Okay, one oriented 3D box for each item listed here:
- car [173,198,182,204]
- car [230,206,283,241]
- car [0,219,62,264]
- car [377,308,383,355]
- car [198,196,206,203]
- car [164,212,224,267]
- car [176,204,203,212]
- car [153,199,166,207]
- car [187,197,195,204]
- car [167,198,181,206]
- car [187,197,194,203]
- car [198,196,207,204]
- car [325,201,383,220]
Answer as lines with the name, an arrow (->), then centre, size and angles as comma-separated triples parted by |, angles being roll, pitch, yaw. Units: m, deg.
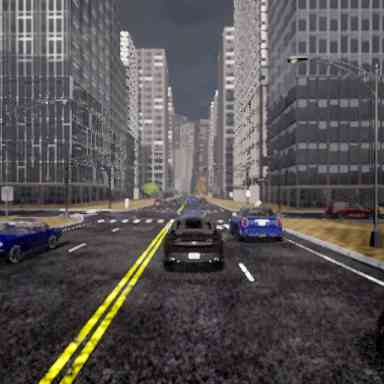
car -> -3.590, 2.270, 82.682 | 1.837, 1.490, 4.892 | 0, -1, 0
car -> 3.282, 1.524, 17.740 | 2.097, 1.767, 4.553 | 0, -1, 0
car -> -6.635, 1.725, 12.403 | 1.895, 1.301, 4.718 | 0, -1, 0
car -> 3.339, 1.527, 2.426 | 1.837, 1.490, 4.892 | 0, -1, 0
car -> 2.860, 2.060, 94.787 | 2.097, 1.767, 4.553 | 0, 0, 0
car -> 0.054, 1.617, 11.752 | 1.837, 1.490, 4.892 | 0, -2, 0
car -> 0.011, 1.770, 22.842 | 2.033, 1.411, 5.357 | 0, -1, 0
car -> -6.780, 2.160, 67.222 | 1.812, 1.442, 4.674 | 0, 0, 0
car -> -0.346, 2.254, 84.385 | 1.882, 1.535, 5.008 | 0, 0, 0
car -> -3.531, 2.134, 67.228 | 1.837, 1.490, 4.892 | 0, 0, 0
car -> -0.390, 2.184, 94.803 | 1.882, 1.535, 5.008 | 0, 0, 0
car -> 2.904, 2.253, 84.396 | 1.882, 1.535, 5.008 | 0, 0, 0
car -> 16.066, 1.857, 33.664 | 5.009, 1.841, 2.192 | 0, 0, 1
